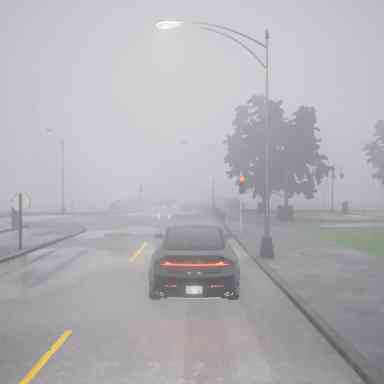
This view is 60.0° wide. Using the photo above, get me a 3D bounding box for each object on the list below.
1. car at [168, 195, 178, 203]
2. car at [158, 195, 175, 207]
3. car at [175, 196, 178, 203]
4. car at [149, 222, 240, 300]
[{"bbox_3d":[-4.020,1.500,70.413,1.837,1.490,4.892,0,0,0],"label":"car"},{"bbox_3d":[-4.109,1.505,50.805,1.837,1.490,4.892,0,0,0],"label":"car"},{"bbox_3d":[-4.087,1.601,60.199,1.895,1.301,4.718,0,0,0],"label":"car"},{"bbox_3d":[0.058,1.505,8.372,1.837,1.490,4.892,0,0,0],"label":"car"}]
